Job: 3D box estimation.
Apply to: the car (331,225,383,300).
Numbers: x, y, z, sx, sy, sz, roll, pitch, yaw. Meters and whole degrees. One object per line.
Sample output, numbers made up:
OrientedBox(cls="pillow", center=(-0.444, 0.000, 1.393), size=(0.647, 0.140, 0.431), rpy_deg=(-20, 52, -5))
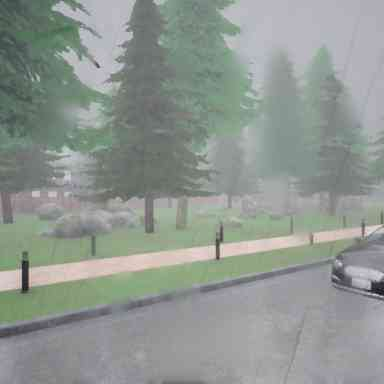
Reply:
OrientedBox(cls="car", center=(5.219, 1.492, 7.816), size=(4.902, 1.511, 2.128), rpy_deg=(0, 0, -36))
